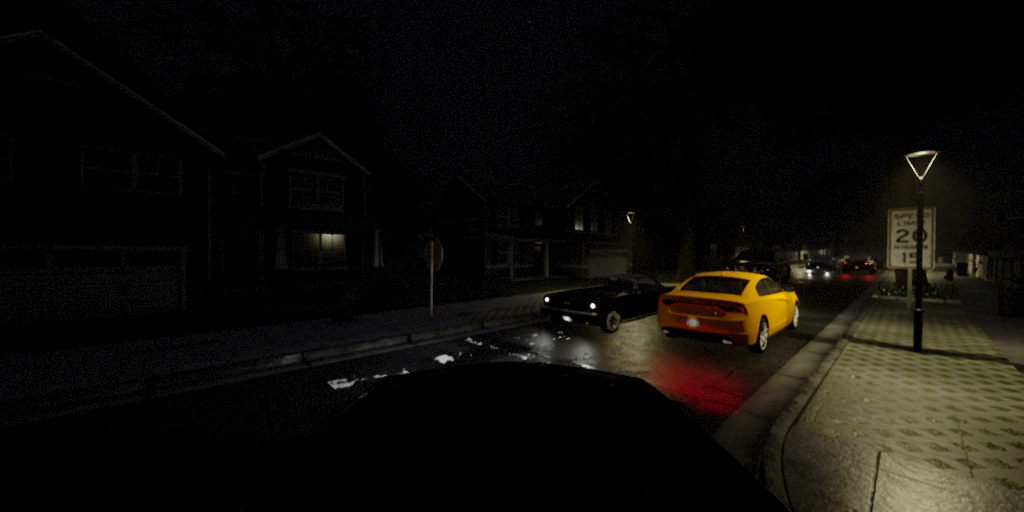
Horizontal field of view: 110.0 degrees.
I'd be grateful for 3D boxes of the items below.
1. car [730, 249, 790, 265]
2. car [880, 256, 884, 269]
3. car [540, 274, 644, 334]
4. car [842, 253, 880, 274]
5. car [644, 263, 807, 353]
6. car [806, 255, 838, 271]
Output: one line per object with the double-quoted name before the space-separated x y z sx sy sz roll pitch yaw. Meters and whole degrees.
"car" 13.944 0.621 20.213 5.566 2.045 2.150 -1 2 -42
"car" 36.605 0.433 36.755 5.008 1.535 1.882 -1 2 -41
"car" 3.000 1.211 10.376 4.718 1.301 1.895 -1 2 -42
"car" 28.967 0.674 29.834 4.674 1.442 1.812 -1 2 -41
"car" 5.385 1.117 8.685 5.008 1.535 1.882 -1 1 -42
"car" 29.688 0.595 34.254 5.357 1.411 2.033 -1 2 -42
